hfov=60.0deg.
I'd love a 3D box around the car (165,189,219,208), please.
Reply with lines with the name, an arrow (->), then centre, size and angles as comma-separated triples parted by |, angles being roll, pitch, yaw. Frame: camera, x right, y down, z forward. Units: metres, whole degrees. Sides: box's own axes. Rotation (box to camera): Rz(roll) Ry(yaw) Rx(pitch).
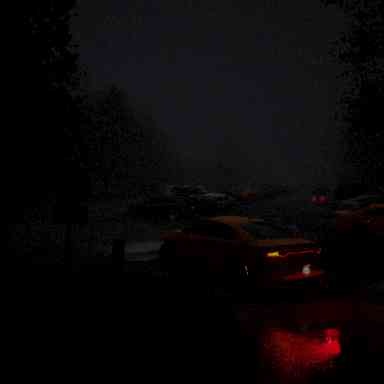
car -> -0.921, 0.834, 24.693 | 5.008, 1.535, 2.097 | 1, 3, 24

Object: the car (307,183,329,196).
car -> 18.184, -0.197, 47.515 | 2.128, 1.511, 4.902 | 1, 2, 24

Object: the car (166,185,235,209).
car -> 0.231, 0.463, 27.204 | 5.566, 2.045, 2.435 | 1, 3, 24

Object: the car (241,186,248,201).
car -> 2.475, 0.474, 32.290 | 4.892, 1.521, 2.231 | 1, 3, 24

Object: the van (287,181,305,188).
van -> 28.377, -2.000, 90.570 | 4.442, 1.987, 1.878 | 1, 1, 24

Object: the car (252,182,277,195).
car -> 9.283, -0.335, 47.462 | 4.553, 1.767, 2.185 | 1, 3, 24

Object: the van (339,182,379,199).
van -> 21.068, -0.224, 42.116 | 4.442, 1.987, 1.878 | 1, 3, 24

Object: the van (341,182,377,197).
van -> 23.537, -0.416, 47.095 | 4.442, 1.987, 1.878 | 1, 2, 24

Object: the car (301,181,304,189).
car -> 22.827, -1.367, 77.880 | 5.008, 1.535, 2.097 | 1, 2, 24

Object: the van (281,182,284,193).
van -> 11.623, -0.629, 52.488 | 4.442, 1.987, 1.878 | 1, 2, 24

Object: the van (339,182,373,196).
van -> 24.454, -0.515, 49.718 | 4.442, 1.987, 1.878 | 1, 2, 24

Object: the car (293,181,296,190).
car -> 17.180, -0.884, 65.208 | 4.892, 1.521, 2.231 | 1, 2, 24

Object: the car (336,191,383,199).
car -> 9.965, 1.034, 16.930 | 4.553, 1.767, 2.185 | 1, 3, 24

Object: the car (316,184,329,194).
car -> 22.382, -0.568, 56.911 | 1.882, 1.535, 5.008 | 1, 2, 24

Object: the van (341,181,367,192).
van -> 31.493, -1.092, 64.904 | 4.442, 1.987, 1.878 | 1, 2, 24

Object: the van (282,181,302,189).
van -> 24.989, -1.786, 82.983 | 4.442, 1.987, 1.878 | 1, 2, 24

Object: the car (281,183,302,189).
car -> 23.966, -1.422, 80.411 | 4.674, 1.452, 2.002 | 1, 2, 24

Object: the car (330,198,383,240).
car -> 8.803, 1.279, 14.423 | 5.008, 1.535, 2.097 | 1, 3, 24

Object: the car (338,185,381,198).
car -> 22.307, -0.096, 44.621 | 5.008, 1.535, 2.097 | 1, 2, 24

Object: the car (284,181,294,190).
car -> 15.874, -0.795, 62.753 | 5.366, 1.575, 1.946 | 1, 2, 24

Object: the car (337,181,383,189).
car -> 15.557, 0.314, 29.445 | 5.566, 2.045, 2.435 | 1, 3, 24

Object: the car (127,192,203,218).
car -> -2.084, 0.983, 22.176 | 4.792, 1.488, 2.163 | 1, 3, 24

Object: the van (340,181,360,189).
van -> 38.058, -1.671, 80.173 | 4.442, 1.987, 1.878 | 1, 2, 24

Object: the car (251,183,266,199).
car -> 5.743, 0.104, 40.075 | 5.366, 1.575, 1.946 | 1, 3, 24

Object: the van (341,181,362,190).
van -> 37.087, -1.567, 77.429 | 4.442, 1.987, 1.878 | 1, 2, 24

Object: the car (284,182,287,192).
car -> 12.622, -0.472, 55.091 | 4.792, 1.488, 2.163 | 1, 2, 24

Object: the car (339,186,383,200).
car -> 20.071, 0.135, 39.560 | 4.792, 1.488, 2.163 | 1, 3, 24

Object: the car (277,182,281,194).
car -> 10.412, -0.279, 50.000 | 4.792, 1.488, 2.163 | 1, 2, 24

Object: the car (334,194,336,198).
car -> 10.989, 1.074, 19.375 | 4.792, 1.488, 2.163 | 1, 3, 24

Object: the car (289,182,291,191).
car -> 14.885, -0.664, 60.157 | 4.792, 1.488, 2.163 | 1, 2, 24

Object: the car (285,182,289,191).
car -> 13.753, -0.568, 57.624 | 4.792, 1.488, 2.163 | 1, 2, 24

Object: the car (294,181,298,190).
car -> 18.300, -0.981, 67.746 | 4.892, 1.521, 2.231 | 1, 2, 24

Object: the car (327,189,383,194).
car -> 13.104, 0.799, 24.491 | 5.366, 1.575, 1.946 | 1, 3, 24

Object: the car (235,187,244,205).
car -> 1.506, 0.593, 29.684 | 5.366, 1.575, 1.946 | 1, 3, 24

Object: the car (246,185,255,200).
car -> 3.431, 0.347, 34.900 | 5.366, 1.575, 1.946 | 1, 3, 24

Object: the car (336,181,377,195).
car -> 25.663, -0.635, 52.208 | 5.566, 2.045, 2.435 | 1, 2, 24

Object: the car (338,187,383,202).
car -> 18.995, 0.238, 37.152 | 4.792, 1.488, 2.163 | 1, 3, 24

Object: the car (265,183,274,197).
car -> 7.163, 0.000, 42.344 | 5.366, 1.575, 1.946 | 1, 3, 24

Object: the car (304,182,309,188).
car -> 26.253, -1.905, 85.456 | 5.566, 2.045, 2.435 | 1, 2, 24

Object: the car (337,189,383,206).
car -> 16.634, 0.474, 32.007 | 4.792, 1.488, 2.163 | 1, 3, 24

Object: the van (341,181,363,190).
van -> 36.009, -1.475, 75.015 | 4.442, 1.987, 1.878 | 1, 2, 24

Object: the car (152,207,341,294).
car -> 0.942, 1.359, 8.600 | 1.882, 1.535, 5.008 | 2, -1, -32
